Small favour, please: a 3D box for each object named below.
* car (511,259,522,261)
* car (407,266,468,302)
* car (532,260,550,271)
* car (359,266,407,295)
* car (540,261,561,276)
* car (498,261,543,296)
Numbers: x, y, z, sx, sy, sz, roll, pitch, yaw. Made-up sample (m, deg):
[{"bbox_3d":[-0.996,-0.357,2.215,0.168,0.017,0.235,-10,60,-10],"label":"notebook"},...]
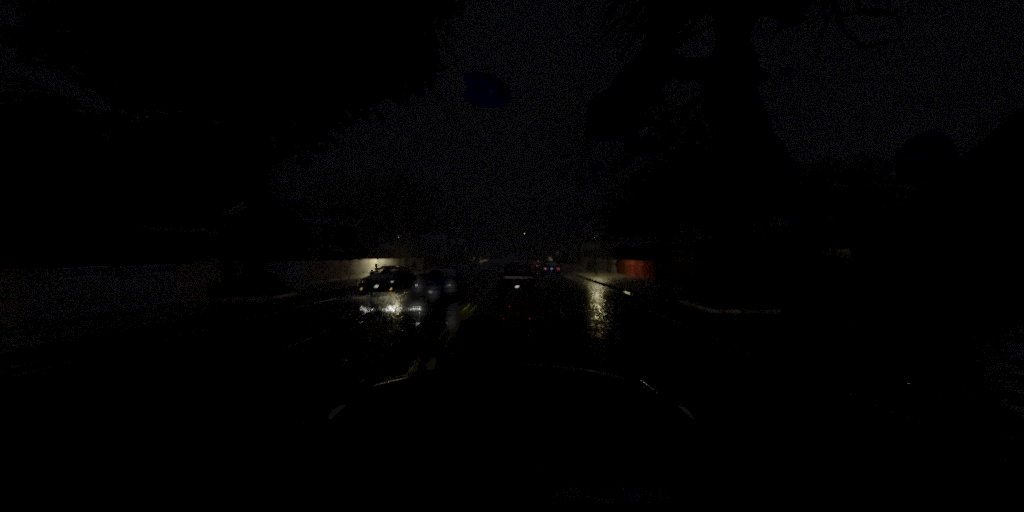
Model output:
[{"bbox_3d":[0.520,1.124,42.295,1.882,1.535,5.008,0,0,1],"label":"car"},{"bbox_3d":[-3.201,1.221,16.859,1.812,1.442,4.674,0,0,1],"label":"car"},{"bbox_3d":[3.722,1.250,46.697,1.895,1.301,4.718,0,0,1],"label":"car"},{"bbox_3d":[-6.427,1.241,19.007,1.994,1.385,4.181,0,0,1],"label":"car"},{"bbox_3d":[3.696,1.225,35.502,2.033,1.411,5.357,0,0,1],"label":"car"},{"bbox_3d":[0.272,1.196,18.890,2.128,1.511,4.902,0,0,1],"label":"car"}]
